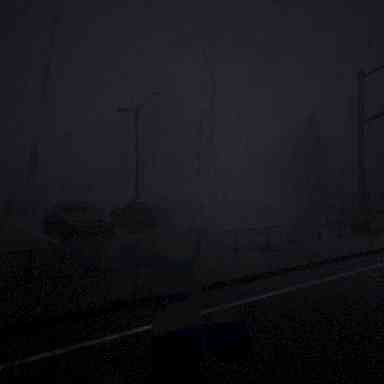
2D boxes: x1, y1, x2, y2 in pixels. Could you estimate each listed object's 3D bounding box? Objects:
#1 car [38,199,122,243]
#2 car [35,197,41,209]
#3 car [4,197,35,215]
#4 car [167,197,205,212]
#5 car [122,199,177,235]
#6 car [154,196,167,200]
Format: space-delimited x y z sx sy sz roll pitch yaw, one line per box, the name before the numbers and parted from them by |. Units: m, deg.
car | -5.511 1.313 15.833 2.152 1.636 5.027 0 0 -36
car | -18.251 1.346 38.810 1.845 1.501 3.633 0 0 -36
car | -16.322 1.368 31.050 1.970 1.475 3.806 0 0 -36
car | -0.536 1.520 38.149 1.895 1.301 4.718 0 0 -36
car | -2.999 1.311 17.712 2.007 1.523 4.514 0 0 -36
car | -4.742 1.384 49.952 1.882 1.535 5.008 0 0 -36
